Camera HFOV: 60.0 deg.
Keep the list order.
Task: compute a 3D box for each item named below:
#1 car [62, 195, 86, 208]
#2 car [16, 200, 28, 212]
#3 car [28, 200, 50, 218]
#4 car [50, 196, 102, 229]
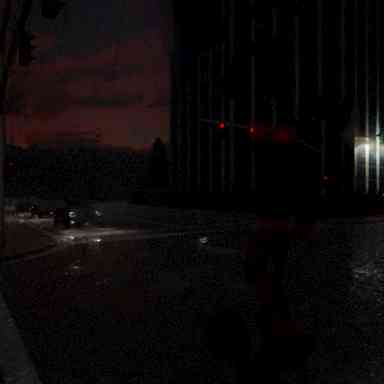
[{"bbox_3d":[-17.269,1.346,48.449,2.097,1.767,4.553,0,0,-35],"label":"car"},{"bbox_3d":[-19.044,1.598,38.484,1.895,1.301,4.718,0,0,-34],"label":"car"},{"bbox_3d":[-13.225,1.523,30.074,1.812,1.442,4.674,0,0,-35],"label":"car"},{"bbox_3d":[-7.570,1.349,21.902,2.097,1.767,4.553,0,0,-34],"label":"car"}]
